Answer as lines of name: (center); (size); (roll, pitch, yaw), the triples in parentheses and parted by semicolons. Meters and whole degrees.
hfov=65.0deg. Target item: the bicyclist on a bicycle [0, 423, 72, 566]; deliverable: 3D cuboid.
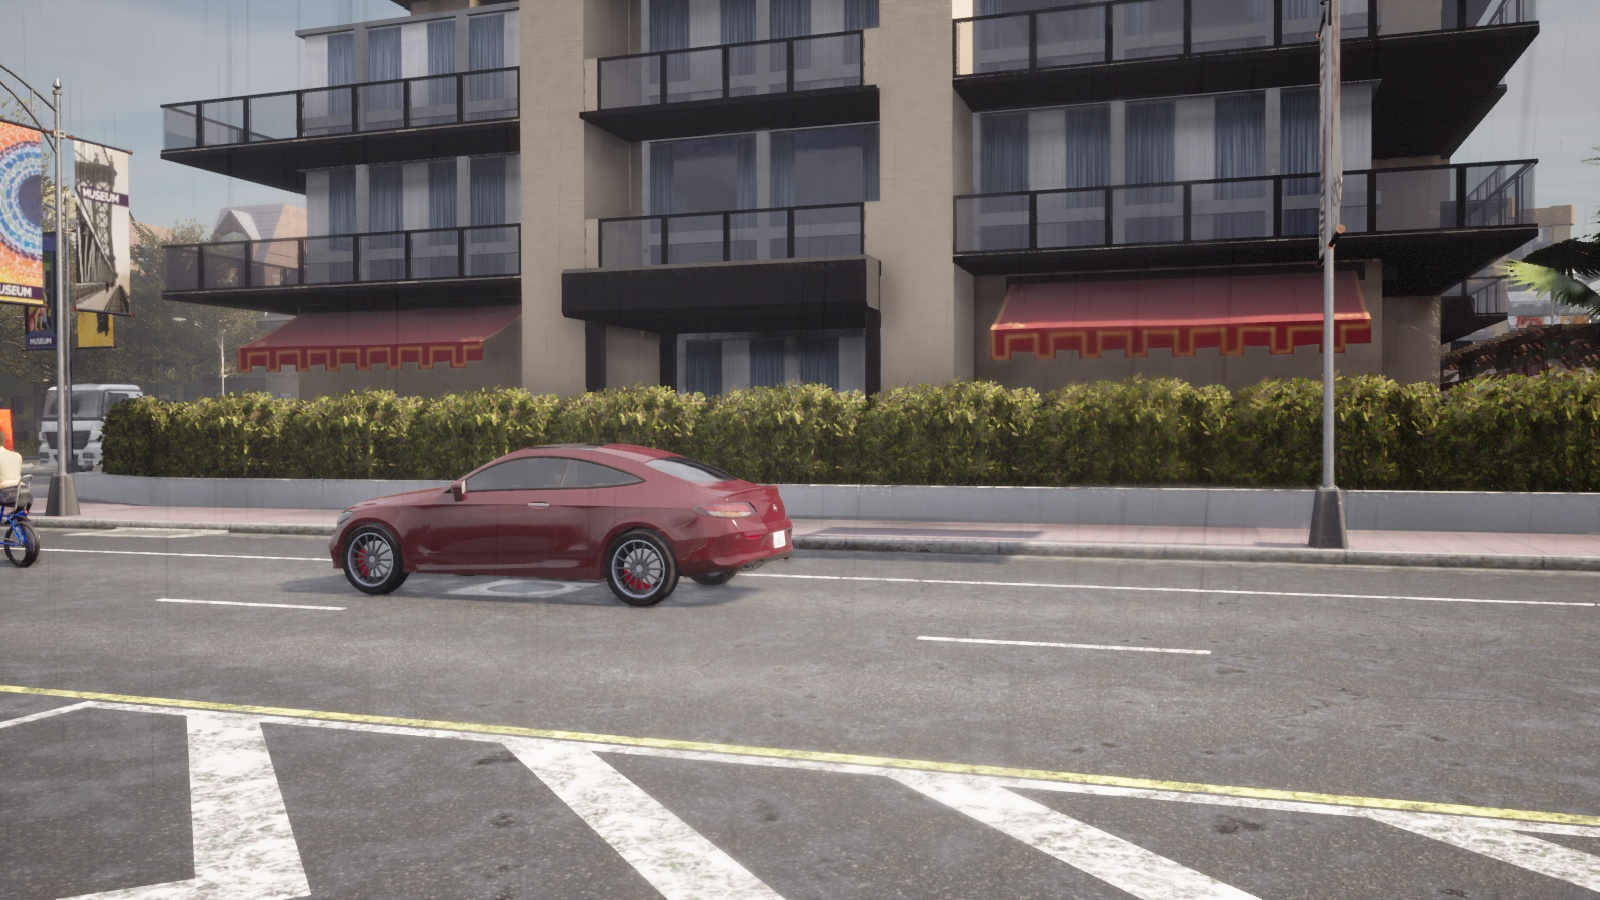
bicyclist on a bicycle: (-9.546, 0.490, 14.820); (1.509, 1.612, 0.866); (1, 1, 19)

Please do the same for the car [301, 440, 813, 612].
car: (-2.382, 0.645, 12.406); (4.674, 1.442, 1.812); (1, 1, 19)

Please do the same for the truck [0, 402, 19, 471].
truck: (-30.672, -0.478, 43.900); (2.627, 2.467, 5.204); (1, 1, 18)

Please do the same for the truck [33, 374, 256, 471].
truck: (-25.292, -1.035, 49.015); (2.891, 3.462, 7.936); (1, 1, 18)
